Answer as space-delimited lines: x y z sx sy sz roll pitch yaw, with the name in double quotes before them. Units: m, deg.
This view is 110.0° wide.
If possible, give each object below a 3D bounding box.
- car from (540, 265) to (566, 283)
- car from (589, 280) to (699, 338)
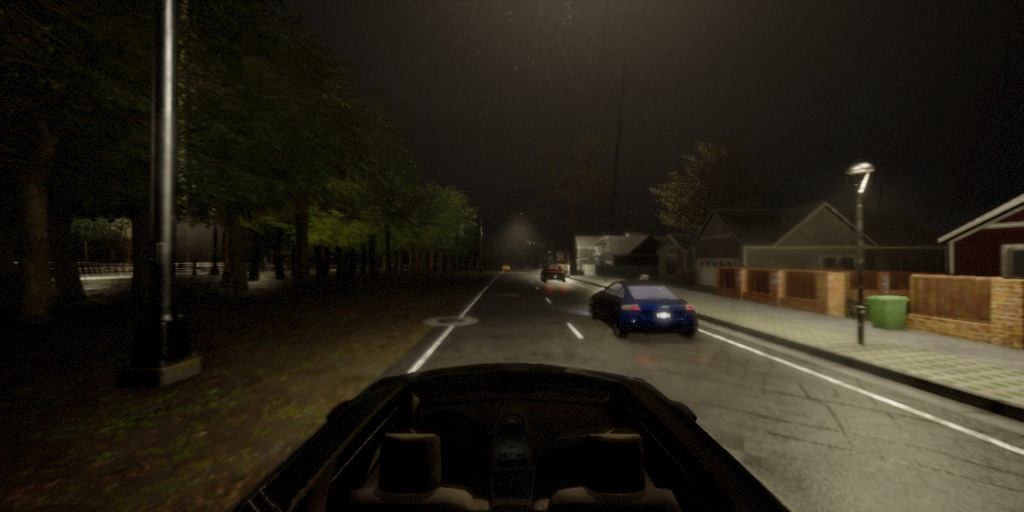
"car" 3.588 1.550 31.965 2.128 1.511 4.902 0 -1 0
"car" 3.592 1.393 10.493 1.994 1.385 4.181 0 -1 0
